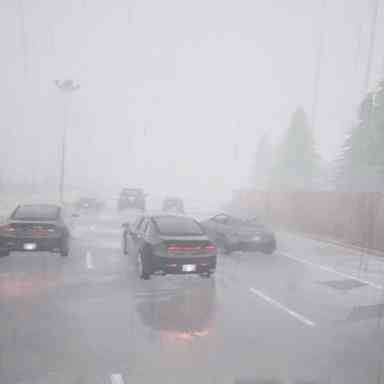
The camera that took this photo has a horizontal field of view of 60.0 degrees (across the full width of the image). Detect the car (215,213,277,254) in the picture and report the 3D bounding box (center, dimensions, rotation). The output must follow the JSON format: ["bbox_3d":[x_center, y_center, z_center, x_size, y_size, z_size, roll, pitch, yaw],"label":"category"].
[{"bbox_3d":[1.636,1.531,13.393,1.994,1.385,4.181,3,1,-17],"label":"car"}]

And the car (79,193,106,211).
[{"bbox_3d":[-8.480,0.776,28.092,1.812,1.442,4.674,3,1,-7],"label":"car"}]

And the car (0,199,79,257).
[{"bbox_3d":[-4.939,1.117,11.020,1.837,1.490,4.892,3,1,-17],"label":"car"}]

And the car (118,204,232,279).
[{"bbox_3d":[-0.845,1.364,9.651,1.837,1.490,4.892,3,1,-19],"label":"car"}]

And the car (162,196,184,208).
[{"bbox_3d":[-1.804,1.106,31.474,1.837,1.490,4.892,3,1,-5],"label":"car"}]

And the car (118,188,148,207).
[{"bbox_3d":[-5.037,0.665,28.496,2.150,2.045,5.566,3,1,-7],"label":"car"}]
